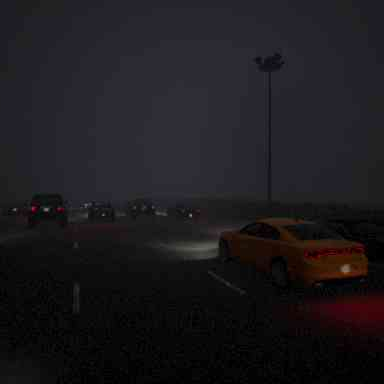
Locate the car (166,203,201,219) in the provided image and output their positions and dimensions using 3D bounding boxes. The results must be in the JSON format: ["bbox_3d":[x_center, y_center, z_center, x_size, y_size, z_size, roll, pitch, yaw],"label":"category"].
[{"bbox_3d":[-0.847,1.590,29.276,1.895,1.301,4.718,0,0,-19],"label":"car"}]

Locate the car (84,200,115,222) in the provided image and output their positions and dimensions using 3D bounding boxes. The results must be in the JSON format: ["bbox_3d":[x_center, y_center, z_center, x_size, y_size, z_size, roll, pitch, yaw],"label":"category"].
[{"bbox_3d":[-7.250,1.475,26.400,2.128,1.511,4.902,0,0,-20],"label":"car"}]

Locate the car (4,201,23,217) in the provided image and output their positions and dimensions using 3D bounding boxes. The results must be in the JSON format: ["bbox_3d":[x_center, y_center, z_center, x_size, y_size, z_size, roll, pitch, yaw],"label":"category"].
[{"bbox_3d":[-16.569,1.544,31.830,1.994,1.385,4.181,0,0,-19],"label":"car"}]

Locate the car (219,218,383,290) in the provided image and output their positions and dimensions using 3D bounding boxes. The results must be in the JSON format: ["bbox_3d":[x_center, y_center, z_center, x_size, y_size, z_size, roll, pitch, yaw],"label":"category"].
[{"bbox_3d":[2.417,1.475,9.340,1.882,1.535,5.008,0,0,-19],"label":"car"}]

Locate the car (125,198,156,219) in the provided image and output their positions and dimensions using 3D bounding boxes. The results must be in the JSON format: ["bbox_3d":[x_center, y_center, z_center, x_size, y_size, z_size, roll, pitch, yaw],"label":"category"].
[{"bbox_3d":[-4.659,1.339,29.574,2.097,1.767,4.553,0,0,-19],"label":"car"}]

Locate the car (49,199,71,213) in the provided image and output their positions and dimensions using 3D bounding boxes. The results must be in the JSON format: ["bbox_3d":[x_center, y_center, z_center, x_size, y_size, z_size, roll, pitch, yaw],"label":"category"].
[{"bbox_3d":[-15.109,1.526,38.251,2.033,1.411,5.357,0,0,-19],"label":"car"}]

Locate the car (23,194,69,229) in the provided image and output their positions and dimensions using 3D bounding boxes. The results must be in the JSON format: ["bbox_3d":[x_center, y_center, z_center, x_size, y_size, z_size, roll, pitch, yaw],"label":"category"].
[{"bbox_3d":[-9.450,1.200,22.069,2.150,2.045,5.566,0,-1,-19],"label":"car"}]

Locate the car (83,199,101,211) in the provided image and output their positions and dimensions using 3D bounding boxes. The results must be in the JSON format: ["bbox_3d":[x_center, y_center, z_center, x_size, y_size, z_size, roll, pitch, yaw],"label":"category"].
[{"bbox_3d":[-12.215,1.580,40.586,1.895,1.301,4.718,0,0,-19],"label":"car"}]
